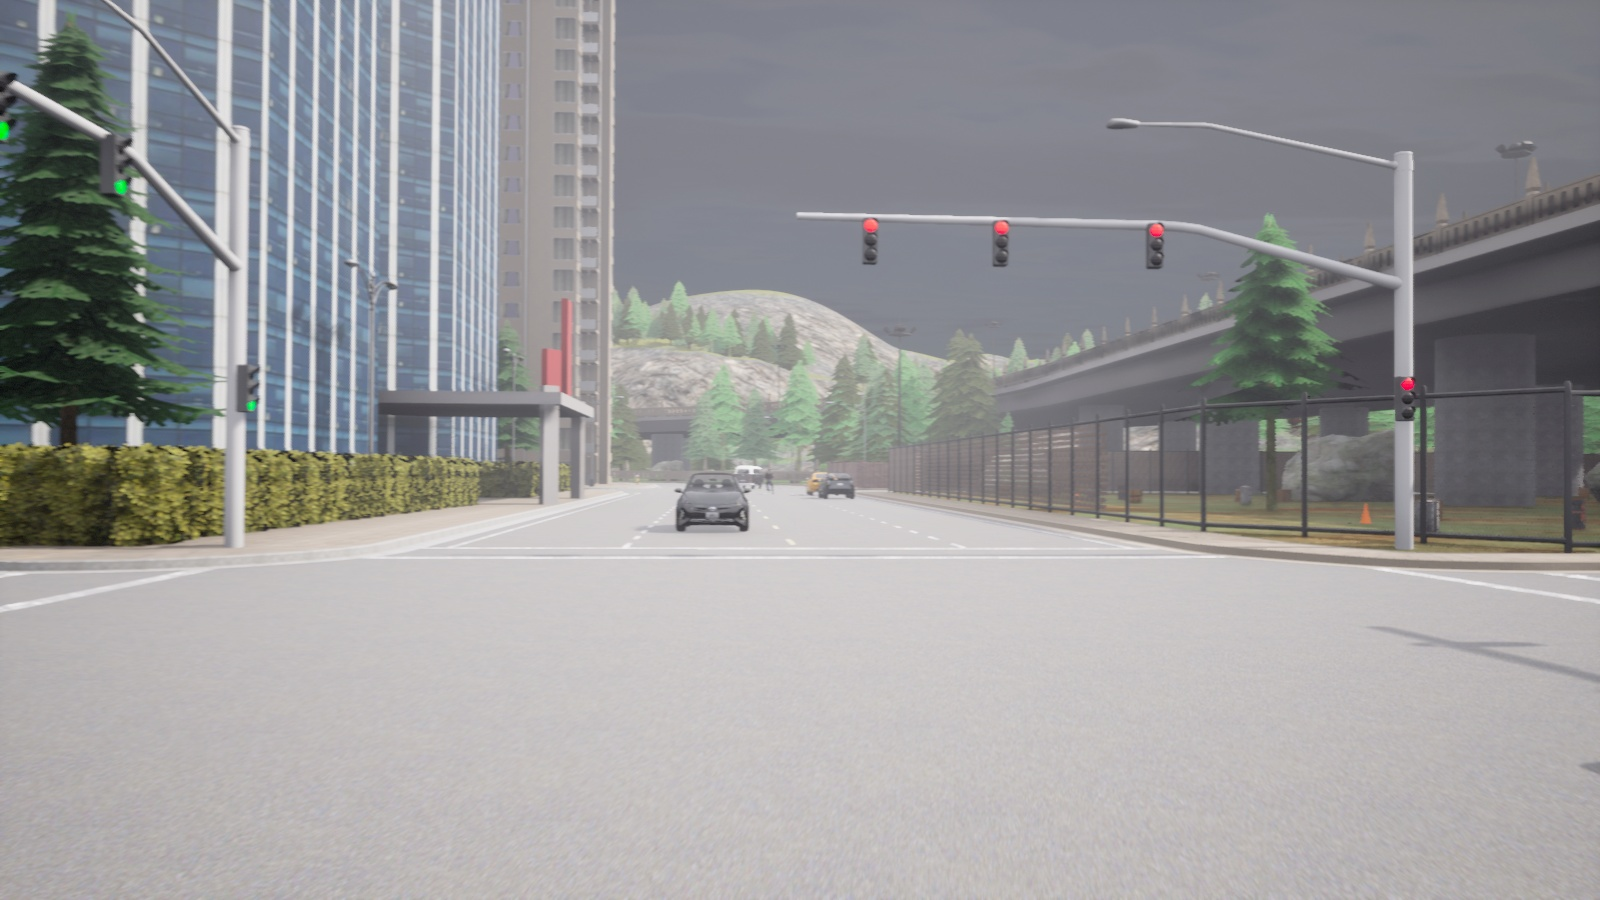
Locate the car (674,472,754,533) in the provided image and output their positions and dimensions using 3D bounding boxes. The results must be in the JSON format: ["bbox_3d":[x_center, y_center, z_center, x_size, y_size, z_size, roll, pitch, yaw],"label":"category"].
[{"bbox_3d":[-2.299,1.350,33.912,2.007,1.525,4.514,0,-1,-4],"label":"car"}]

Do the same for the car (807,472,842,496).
[{"bbox_3d":[1.592,2.207,82.924,1.882,1.535,5.008,0,-1,-4],"label":"car"}]

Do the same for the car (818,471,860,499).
[{"bbox_3d":[2.226,2.004,72.972,2.007,1.525,4.514,0,-1,-4],"label":"car"}]
